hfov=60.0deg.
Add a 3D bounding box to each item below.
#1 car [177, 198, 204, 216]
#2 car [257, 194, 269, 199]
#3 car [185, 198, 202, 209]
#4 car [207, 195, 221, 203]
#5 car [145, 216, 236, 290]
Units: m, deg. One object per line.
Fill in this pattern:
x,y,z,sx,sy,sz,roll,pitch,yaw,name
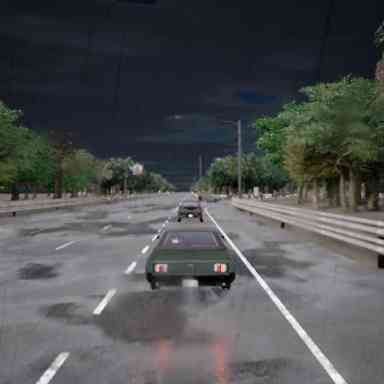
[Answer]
-0.122,1.448,26.202,1.837,1.490,4.892,0,0,0,car
19.078,1.212,90.137,2.128,1.511,4.902,0,0,41,car
0.287,1.501,44.598,1.895,1.301,4.718,0,0,6,car
4.214,1.337,62.926,2.128,1.511,4.902,0,0,19,car
-0.037,1.581,9.024,1.895,1.301,4.718,0,0,0,car
